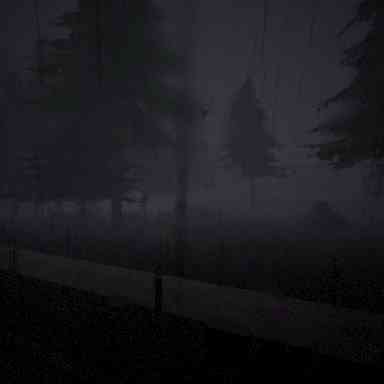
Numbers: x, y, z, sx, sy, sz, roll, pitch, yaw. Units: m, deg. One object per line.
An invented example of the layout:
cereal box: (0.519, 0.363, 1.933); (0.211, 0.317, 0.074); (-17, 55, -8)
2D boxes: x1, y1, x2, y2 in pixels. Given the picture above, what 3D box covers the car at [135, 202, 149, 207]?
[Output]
car: (-8.268, 1.975, 59.852); (1.994, 1.385, 4.181); (-1, 0, 37)
